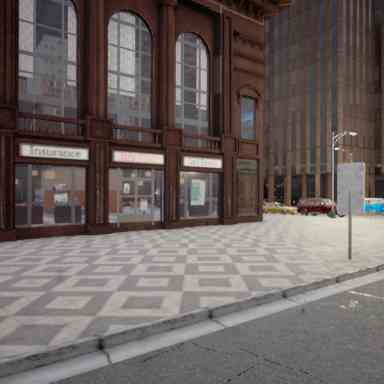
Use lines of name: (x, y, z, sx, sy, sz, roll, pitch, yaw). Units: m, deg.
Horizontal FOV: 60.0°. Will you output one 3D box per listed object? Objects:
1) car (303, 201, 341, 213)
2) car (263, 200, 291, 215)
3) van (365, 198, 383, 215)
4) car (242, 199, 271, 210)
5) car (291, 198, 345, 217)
car: (16.437, 1.896, 42.193, 1.802, 1.307, 4.206, -1, 0, -35)
car: (9.570, 1.797, 37.136, 1.752, 1.417, 4.829, 0, 0, -35)
van: (19.673, 1.588, 37.597, 1.690, 1.788, 3.998, -1, 0, -35)
car: (9.956, 1.890, 51.388, 1.967, 1.590, 4.097, -1, 0, -35)
car: (12.710, 1.521, 32.679, 2.192, 1.841, 5.009, 0, 0, -35)
